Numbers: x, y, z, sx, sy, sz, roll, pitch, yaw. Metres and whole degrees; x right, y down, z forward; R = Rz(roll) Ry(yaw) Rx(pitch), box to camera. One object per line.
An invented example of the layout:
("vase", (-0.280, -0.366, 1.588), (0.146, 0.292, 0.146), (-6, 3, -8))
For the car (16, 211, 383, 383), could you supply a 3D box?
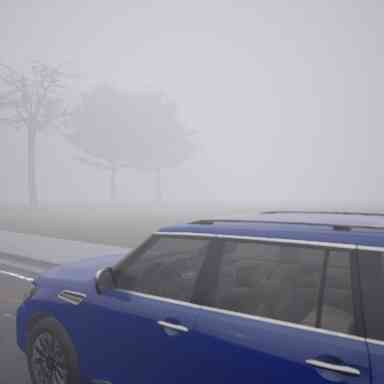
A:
("car", (0.541, 1.222, 3.307), (5.566, 2.045, 2.150), (0, 0, 35))
